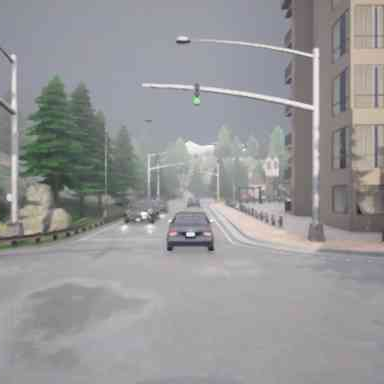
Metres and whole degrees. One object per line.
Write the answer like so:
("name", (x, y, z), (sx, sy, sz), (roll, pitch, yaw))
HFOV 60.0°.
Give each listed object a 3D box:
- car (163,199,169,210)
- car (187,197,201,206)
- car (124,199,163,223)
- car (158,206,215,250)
("car", (-3.476, 1.476, 34.658), (1.994, 1.385, 4.181), (0, 0, 1))
("car", (0.260, 1.412, 46.993), (2.033, 1.411, 5.357), (0, 0, 1))
("car", (-3.613, 1.298, 24.695), (2.097, 1.767, 4.553), (0, 0, 1))
("car", (-0.041, 1.519, 14.080), (2.033, 1.411, 5.357), (0, 0, 0))
